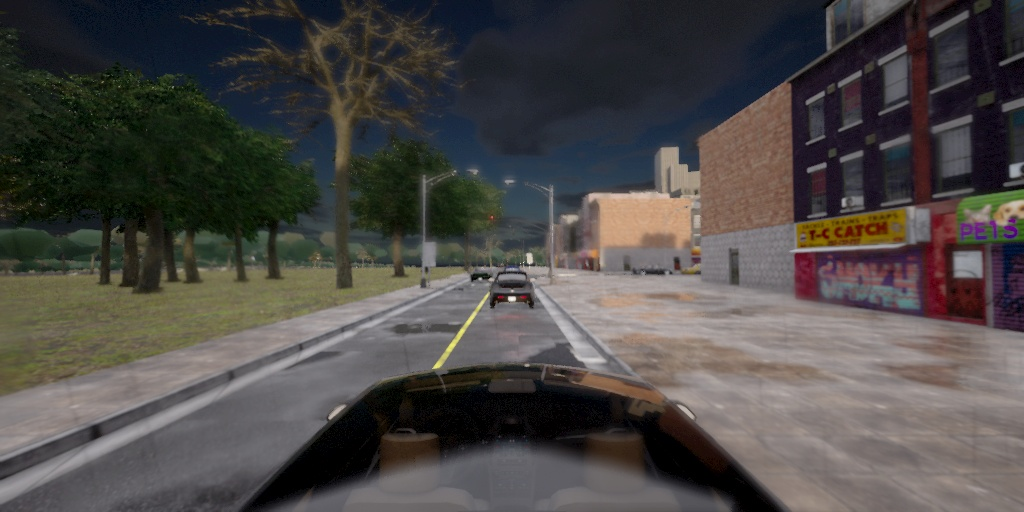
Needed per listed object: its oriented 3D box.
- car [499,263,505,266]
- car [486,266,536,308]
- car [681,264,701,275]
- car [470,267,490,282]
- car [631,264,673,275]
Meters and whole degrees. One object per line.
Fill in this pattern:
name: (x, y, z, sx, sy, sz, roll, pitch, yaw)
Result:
car: (0.036, 1.604, 31.254, 1.812, 1.442, 4.674, 0, -1, 1)
car: (0.009, 1.406, 16.164, 1.837, 1.490, 4.892, 0, 0, 0)
car: (21.339, 1.482, 39.690, 4.829, 1.417, 1.751, 0, 0, 0)
car: (-2.742, 1.702, 33.123, 1.895, 1.301, 4.718, 0, -1, 0)
car: (15.494, 1.552, 39.653, 4.403, 1.370, 2.007, 0, 0, 0)
